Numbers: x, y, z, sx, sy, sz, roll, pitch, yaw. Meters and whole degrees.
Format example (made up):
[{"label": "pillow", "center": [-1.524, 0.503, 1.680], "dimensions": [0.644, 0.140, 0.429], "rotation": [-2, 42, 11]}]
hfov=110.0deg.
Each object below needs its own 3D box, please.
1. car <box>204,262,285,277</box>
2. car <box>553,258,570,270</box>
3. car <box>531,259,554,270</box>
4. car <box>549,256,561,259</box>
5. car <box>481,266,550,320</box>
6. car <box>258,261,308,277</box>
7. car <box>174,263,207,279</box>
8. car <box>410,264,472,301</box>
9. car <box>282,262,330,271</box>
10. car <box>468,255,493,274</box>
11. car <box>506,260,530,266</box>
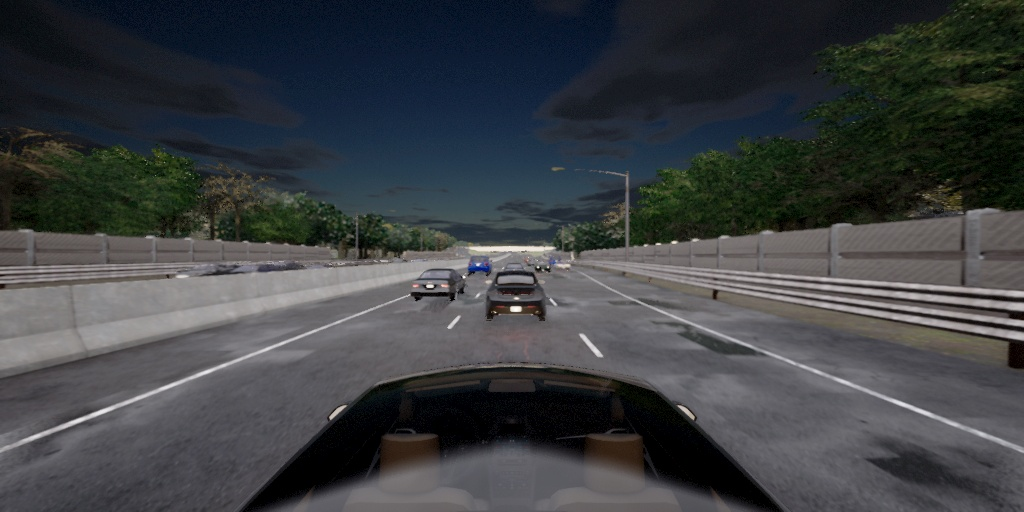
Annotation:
[{"label": "car", "center": [-17.538, 1.288, 24.476], "dimensions": [2.033, 1.411, 5.357], "rotation": [0, 0, 1]}, {"label": "car", "center": [7.194, 1.366, 51.624], "dimensions": [1.895, 1.301, 4.718], "rotation": [0, 0, 2]}, {"label": "car", "center": [3.702, 1.354, 44.748], "dimensions": [1.895, 1.301, 4.718], "rotation": [0, 0, 1]}, {"label": "car", "center": [7.386, 1.006, 61.825], "dimensions": [2.150, 2.045, 5.566], "rotation": [0, 0, 1]}, {"label": "car", "center": [0.118, 1.251, 12.553], "dimensions": [1.837, 1.490, 4.892], "rotation": [0, 0, 0]}, {"label": "car", "center": [-23.710, 1.291, 37.418], "dimensions": [2.033, 1.411, 5.357], "rotation": [0, 0, -3]}, {"label": "car", "center": [-21.030, 1.232, 25.332], "dimensions": [2.128, 1.511, 4.902], "rotation": [0, 0, 0]}, {"label": "car", "center": [-3.374, 1.292, 17.247], "dimensions": [2.033, 1.411, 5.357], "rotation": [0, 0, 0]}, {"label": "car", "center": [-14.028, 1.305, 25.800], "dimensions": [1.994, 1.385, 4.181], "rotation": [0, 0, 0]}, {"label": "car", "center": [-3.260, 0.968, 37.213], "dimensions": [2.150, 2.045, 5.566], "rotation": [0, 0, 0]}, {"label": "car", "center": [0.199, 1.291, 31.013], "dimensions": [2.033, 1.411, 5.357], "rotation": [0, 0, 0]}]
